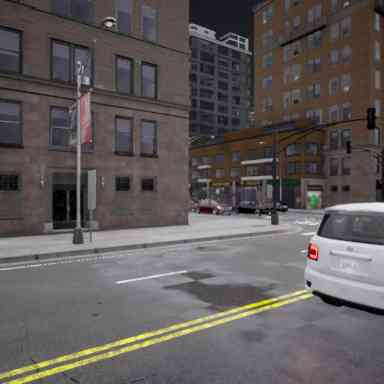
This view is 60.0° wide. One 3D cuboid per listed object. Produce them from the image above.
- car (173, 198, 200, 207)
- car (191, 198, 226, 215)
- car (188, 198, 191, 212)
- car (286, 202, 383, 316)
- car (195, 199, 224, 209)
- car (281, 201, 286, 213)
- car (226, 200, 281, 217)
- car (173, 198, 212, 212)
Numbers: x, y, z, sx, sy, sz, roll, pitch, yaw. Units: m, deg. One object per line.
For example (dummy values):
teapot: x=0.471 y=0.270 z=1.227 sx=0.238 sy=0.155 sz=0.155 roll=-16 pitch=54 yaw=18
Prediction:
car: x=-0.872 y=1.579 z=50.466 sx=1.947 sy=1.339 sz=4.313 roll=0 pitch=0 yaw=-35
car: x=2.125 y=1.423 z=32.335 sx=1.967 sy=1.590 sz=4.097 roll=0 pitch=0 yaw=-35
car: x=-1.058 y=1.421 z=36.834 sx=1.967 sy=1.590 sz=4.097 roll=0 pitch=0 yaw=-35
car: x=4.639 y=1.223 z=6.757 sx=5.566 sy=2.045 sz=2.150 roll=0 pitch=0 yaw=-36
car: x=2.310 y=1.594 z=45.968 sx=1.802 sy=1.307 sz=4.206 roll=0 pitch=0 yaw=-35
car: x=8.676 y=1.580 z=36.969 sx=1.947 sy=1.339 sz=4.313 roll=0 pitch=0 yaw=-35
car: x=5.716 y=1.594 z=31.651 sx=1.895 sy=1.301 sz=4.718 roll=0 pitch=0 yaw=-35
car: x=-0.022 y=1.482 z=39.764 sx=2.128 sy=1.511 sz=4.902 roll=0 pitch=0 yaw=-35
